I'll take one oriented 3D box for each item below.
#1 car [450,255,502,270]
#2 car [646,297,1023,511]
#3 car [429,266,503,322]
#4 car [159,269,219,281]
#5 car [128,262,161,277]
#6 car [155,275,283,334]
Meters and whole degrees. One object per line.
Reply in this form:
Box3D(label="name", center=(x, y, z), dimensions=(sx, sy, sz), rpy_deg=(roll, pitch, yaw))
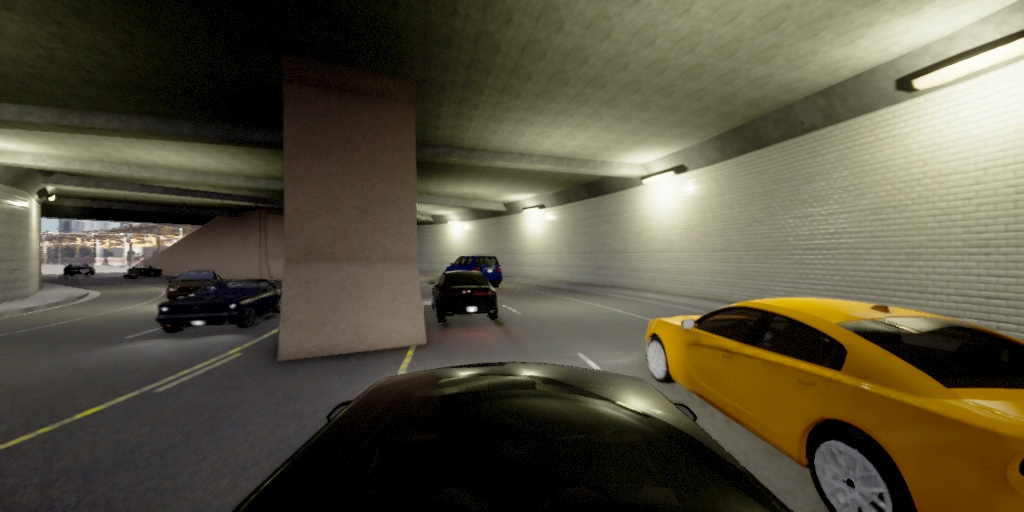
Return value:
Box3D(label="car", center=(-2.626, 0.978, 23.358), dimensions=(2.150, 2.045, 5.566), rpy_deg=(0, 0, -30))
Box3D(label="car", center=(3.252, 1.200, 4.031), dimensions=(1.882, 1.535, 5.008), rpy_deg=(0, 0, -3))
Box3D(label="car", center=(-1.770, 1.262, 12.490), dimensions=(1.837, 1.490, 4.892), rpy_deg=(0, 0, -15))
Box3D(label="car", center=(-16.065, 1.413, 18.405), dimensions=(2.033, 1.411, 5.357), rpy_deg=(0, 0, -36))
Box3D(label="car", center=(-41.334, 1.652, 40.429), dimensions=(4.718, 1.301, 1.895), rpy_deg=(0, 0, 31))
Box3D(label="car", center=(-8.740, 1.414, 11.282), dimensions=(1.895, 1.301, 4.718), rpy_deg=(0, 0, -19))
